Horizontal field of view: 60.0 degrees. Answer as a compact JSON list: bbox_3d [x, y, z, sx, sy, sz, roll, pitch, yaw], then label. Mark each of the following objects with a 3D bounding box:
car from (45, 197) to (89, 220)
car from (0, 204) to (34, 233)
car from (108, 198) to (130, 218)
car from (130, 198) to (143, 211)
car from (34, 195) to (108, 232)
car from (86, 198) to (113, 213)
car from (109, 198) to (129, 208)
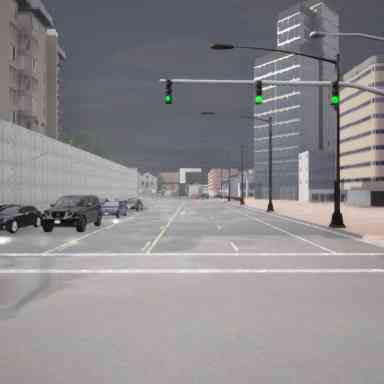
[{"bbox_3d":[-10.626,1.352,28.753,2.097,1.767,4.553,0,0,0],"label":"car"},{"bbox_3d":[-10.618,1.505,19.685,1.837,1.490,4.892,0,0,0],"label":"car"},{"bbox_3d":[-7.126,1.526,29.959,1.812,1.442,4.674,0,0,0],"label":"car"},{"bbox_3d":[-7.127,1.491,40.302,2.128,1.511,4.902,0,0,0],"label":"car"},{"bbox_3d":[-7.115,1.221,20.319,2.150,2.045,5.566,0,0,0],"label":"car"},{"bbox_3d":[-10.629,1.505,38.571,1.837,1.490,4.892,0,0,0],"label":"car"},{"bbox_3d":[-10.600,1.601,48.631,1.895,1.301,4.718,0,0,0],"label":"car"}]
